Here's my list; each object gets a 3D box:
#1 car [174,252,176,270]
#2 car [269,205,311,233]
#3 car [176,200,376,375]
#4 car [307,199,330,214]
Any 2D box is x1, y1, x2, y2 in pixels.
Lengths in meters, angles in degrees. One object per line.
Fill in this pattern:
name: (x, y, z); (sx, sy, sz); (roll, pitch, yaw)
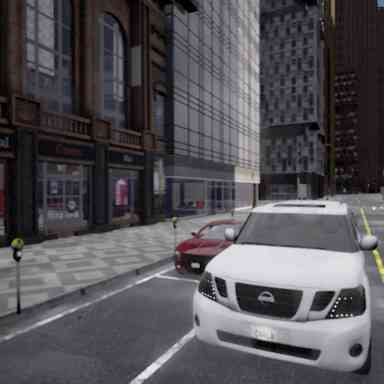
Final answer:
car: (1.073, 1.538, 10.095); (1.887, 1.381, 4.507); (0, 0, 26)
car: (6.056, 1.562, 20.235); (1.802, 1.307, 4.206); (0, 0, 26)
car: (2.021, 1.217, 6.188); (2.150, 2.045, 5.566); (0, 0, 26)
car: (13.530, 1.516, 35.446); (1.947, 1.339, 4.313); (0, 0, 26)
